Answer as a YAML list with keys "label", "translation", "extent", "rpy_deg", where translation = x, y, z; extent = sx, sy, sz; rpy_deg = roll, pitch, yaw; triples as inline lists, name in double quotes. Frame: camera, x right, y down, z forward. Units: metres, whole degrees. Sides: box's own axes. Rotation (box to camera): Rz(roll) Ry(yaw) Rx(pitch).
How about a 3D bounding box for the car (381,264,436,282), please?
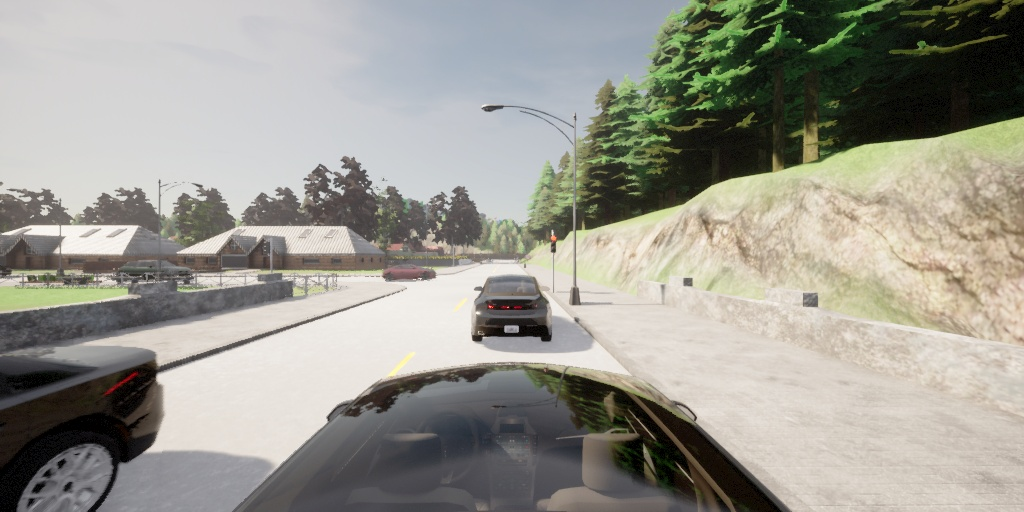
- label: "car"
  translation: [-8.260, 1.314, 28.804]
  extent: [4.181, 1.385, 1.994]
  rpy_deg: [0, 0, -12]

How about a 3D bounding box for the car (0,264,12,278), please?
- label: "car"
  translation: [-48.130, 1.228, 32.051]
  extent: [5.008, 1.535, 1.882]
  rpy_deg: [0, 0, 0]

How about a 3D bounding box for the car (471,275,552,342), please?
- label: "car"
  translation: [-0.009, 1.255, 9.792]
  extent: [1.837, 1.490, 4.892]
  rpy_deg: [0, 0, 0]

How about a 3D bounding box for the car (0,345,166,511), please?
- label: "car"
  translation: [-4.087, 1.227, 1.124]
  extent: [1.882, 1.535, 5.008]
  rpy_deg: [0, 0, 0]

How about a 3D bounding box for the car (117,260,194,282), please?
- label: "car"
  translation: [-27.781, 1.103, 28.083]
  extent: [4.553, 1.767, 2.097]
  rpy_deg: [0, 0, 0]
